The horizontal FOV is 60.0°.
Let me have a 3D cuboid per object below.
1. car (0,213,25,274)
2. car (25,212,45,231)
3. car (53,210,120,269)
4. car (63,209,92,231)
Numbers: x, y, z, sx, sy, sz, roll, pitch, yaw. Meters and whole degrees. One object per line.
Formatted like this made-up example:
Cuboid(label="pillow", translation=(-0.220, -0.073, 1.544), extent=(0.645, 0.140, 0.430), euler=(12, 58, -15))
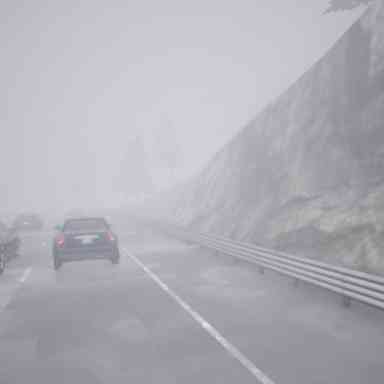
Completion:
Cuboid(label="car", translation=(-7.364, 1.706, 11.503), extent=(2.097, 1.767, 4.553), euler=(-1, -1, -19))
Cuboid(label="car", translation=(-12.622, 2.258, 25.824), extent=(1.994, 1.385, 4.181), euler=(-1, -1, -20))
Cuboid(label="car", translation=(-4.074, 1.638, 12.696), extent=(2.097, 1.767, 4.553), euler=(-1, -1, -19))
Cuboid(label="car", translation=(-9.306, 2.188, 26.941), extent=(1.994, 1.385, 4.181), euler=(-1, -1, -20))
